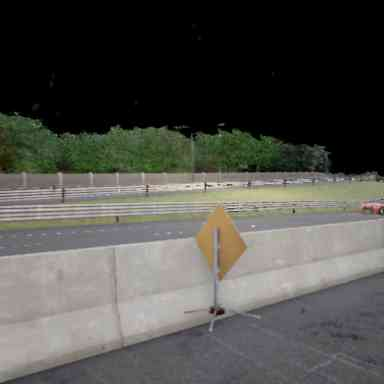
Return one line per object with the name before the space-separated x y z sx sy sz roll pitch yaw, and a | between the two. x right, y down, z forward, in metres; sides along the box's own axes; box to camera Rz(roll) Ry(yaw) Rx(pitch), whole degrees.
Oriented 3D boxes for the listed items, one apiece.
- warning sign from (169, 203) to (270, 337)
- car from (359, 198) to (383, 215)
warning sign | 0.417 1.113 5.480 1.060 1.860 1.300 1 -2 -36
car | 19.803 1.465 35.463 4.553 1.767 2.097 1 0 -36
